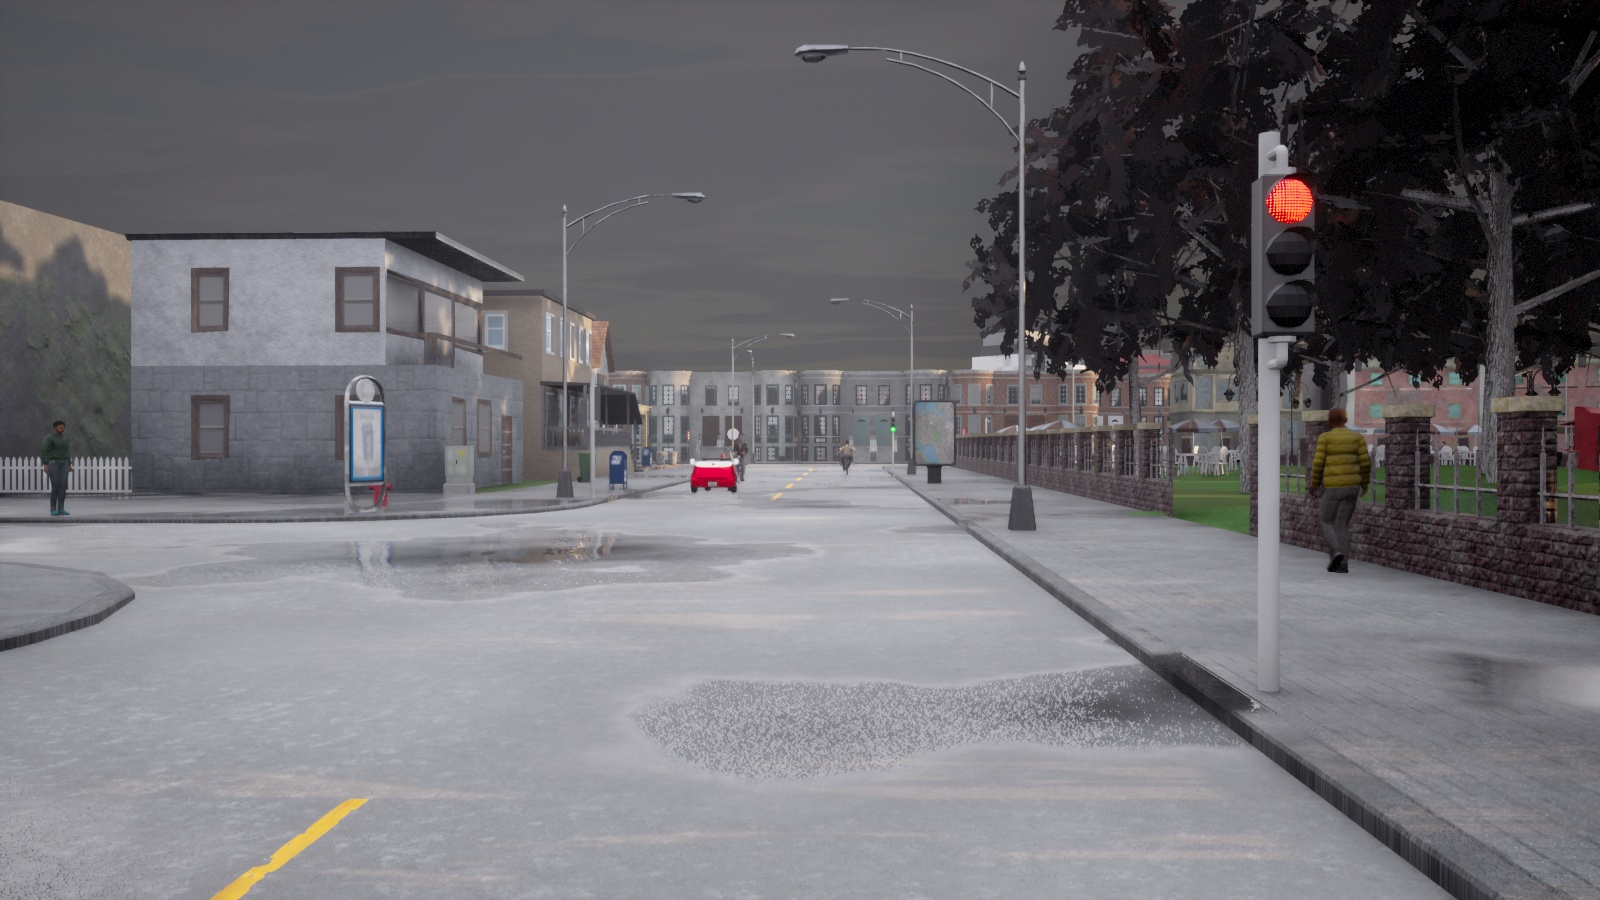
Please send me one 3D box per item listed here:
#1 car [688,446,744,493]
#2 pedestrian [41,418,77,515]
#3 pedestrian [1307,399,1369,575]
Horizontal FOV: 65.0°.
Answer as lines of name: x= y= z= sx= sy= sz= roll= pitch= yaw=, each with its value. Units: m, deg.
car: x=-2.562 y=0.582 z=38.474 sx=1.481 sy=1.376 sz=2.207 roll=0 pitch=0 yaw=2
pedestrian: x=-14.293 y=0.308 z=24.213 sx=0.614 sy=1.847 sz=0.353 roll=0 pitch=0 yaw=32
pedestrian: x=5.745 y=0.385 z=13.426 sx=0.370 sy=1.835 sz=0.726 roll=0 pitch=0 yaw=2
